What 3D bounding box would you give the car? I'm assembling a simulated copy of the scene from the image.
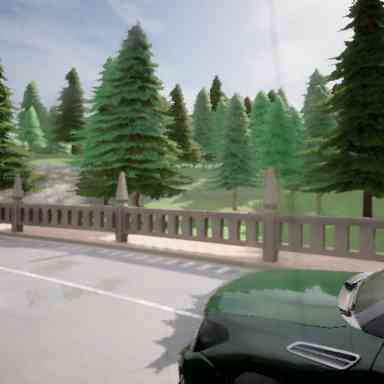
[{"bbox_3d":[2.546,1.229,2.149,5.566,2.045,2.150,1,0,35],"label":"car"}]
